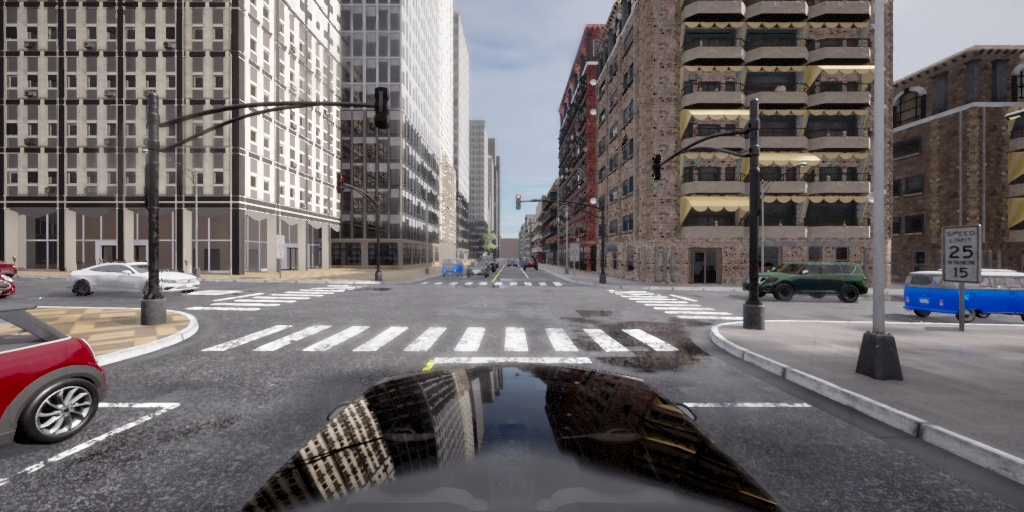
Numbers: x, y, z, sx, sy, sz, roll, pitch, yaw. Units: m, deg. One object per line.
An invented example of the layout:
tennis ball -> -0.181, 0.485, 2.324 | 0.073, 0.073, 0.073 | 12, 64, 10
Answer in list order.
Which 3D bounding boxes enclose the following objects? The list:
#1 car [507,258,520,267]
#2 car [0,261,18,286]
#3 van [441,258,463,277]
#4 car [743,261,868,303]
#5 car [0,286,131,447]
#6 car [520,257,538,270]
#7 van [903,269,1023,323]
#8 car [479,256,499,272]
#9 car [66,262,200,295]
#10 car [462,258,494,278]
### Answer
car -> 0.050, 1.374, 64.508 | 1.895, 1.301, 4.718 | 0, 0, 0
car -> -21.156, 0.818, 13.112 | 4.097, 1.591, 1.967 | 0, 0, 0
van -> -5.716, 1.097, 34.831 | 1.690, 1.789, 3.998 | 0, 0, 0
car -> 15.445, 1.297, 19.012 | 5.566, 2.045, 2.150 | 1, 0, 0
car -> -5.691, 1.190, 2.357 | 1.967, 1.591, 4.097 | 0, 0, 0
car -> 2.651, 1.079, 51.492 | 2.192, 1.841, 5.009 | 0, 0, 0
van -> 16.903, 1.453, 13.091 | 3.998, 1.789, 1.690 | 0, 0, 0
car -> -3.132, 0.977, 44.110 | 2.150, 2.045, 5.566 | 0, 1, 0
car -> -16.508, 0.989, 15.718 | 4.674, 1.442, 1.812 | 1, 0, -1
car -> -3.127, 1.247, 33.965 | 2.128, 1.511, 4.902 | 0, 0, 0
